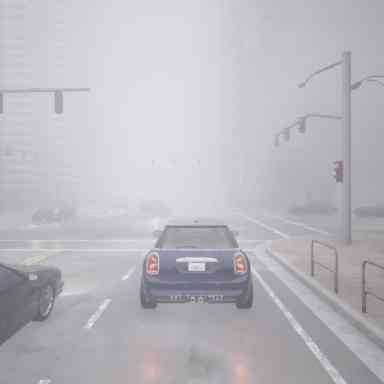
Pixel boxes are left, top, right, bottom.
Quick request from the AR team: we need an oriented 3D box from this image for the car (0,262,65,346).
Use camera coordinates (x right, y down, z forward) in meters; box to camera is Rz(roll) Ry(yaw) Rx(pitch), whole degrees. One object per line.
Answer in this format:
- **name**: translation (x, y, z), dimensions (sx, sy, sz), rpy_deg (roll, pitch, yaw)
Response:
- **car**: translation (-3.413, 1.547, 4.185), dimensions (2.033, 1.411, 5.357), rpy_deg (0, 0, -1)

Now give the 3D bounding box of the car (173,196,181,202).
- **car**: translation (-3.380, 1.465, 72.275), dimensions (2.033, 1.411, 5.357), rpy_deg (0, 0, 0)

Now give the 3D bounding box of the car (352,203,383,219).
- **car**: translation (16.504, 1.601, 28.677), dimensions (4.718, 1.301, 1.895), rpy_deg (0, 0, 1)

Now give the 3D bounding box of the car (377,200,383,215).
- **car**: translation (20.846, 1.505, 32.122), dimensions (4.892, 1.490, 1.837), rpy_deg (0, 0, 1)

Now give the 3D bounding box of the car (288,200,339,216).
- **car**: translation (11.709, 1.526, 32.220), dimensions (4.674, 1.442, 1.812), rpy_deg (0, 0, 1)

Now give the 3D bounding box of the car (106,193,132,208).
- **car**: translation (-10.517, 1.352, 48.188), dimensions (2.097, 1.767, 4.553), rpy_deg (0, 0, 0)

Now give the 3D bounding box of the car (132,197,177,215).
- **car**: translation (-3.615, 1.505, 31.270), dimensions (1.837, 1.490, 4.892), rpy_deg (-1, 1, -31)

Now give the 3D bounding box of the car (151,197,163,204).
- **car**: translation (-6.919, 1.601, 66.074), dimensions (1.895, 1.301, 4.718), rpy_deg (0, 0, 1)

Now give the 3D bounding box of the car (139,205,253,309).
- **car**: translation (0.093, 1.352, 8.044), dimensions (2.097, 1.767, 4.553), rpy_deg (0, 0, 0)

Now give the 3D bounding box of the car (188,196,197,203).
- **car**: translation (0.139, 1.555, 71.697), dimensions (1.994, 1.385, 4.181), rpy_deg (0, 0, 0)

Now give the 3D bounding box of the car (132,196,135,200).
- **car**: translation (-10.441, 1.504, 63.402), dimensions (1.837, 1.490, 4.892), rpy_deg (0, 0, 1)

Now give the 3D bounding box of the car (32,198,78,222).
- **car**: translation (-10.558, 1.352, 25.891), dimensions (2.097, 1.767, 4.553), rpy_deg (0, 0, 0)
